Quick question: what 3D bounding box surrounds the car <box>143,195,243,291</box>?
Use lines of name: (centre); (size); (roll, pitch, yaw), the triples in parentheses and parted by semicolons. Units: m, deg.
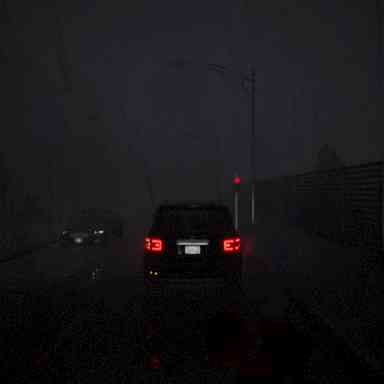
car: (0.033, 1.221, 9.158); (2.150, 2.045, 5.566); (0, 0, 0)

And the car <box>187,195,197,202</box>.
car: (-0.097, 1.477, 77.545); (1.882, 1.535, 5.008); (0, 0, -4)

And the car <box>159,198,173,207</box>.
car: (-4.153, 1.600, 53.590); (1.895, 1.301, 4.718); (0, 0, 0)

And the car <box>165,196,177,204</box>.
car: (-4.109, 1.547, 65.983); (2.033, 1.411, 5.357); (0, 0, 0)

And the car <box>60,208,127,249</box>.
car: (-4.117, 1.491, 14.531); (2.128, 1.511, 4.902); (0, 0, 0)

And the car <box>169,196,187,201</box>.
car: (-3.803, 1.594, 87.234); (4.718, 1.301, 1.895); (0, 0, 40)
